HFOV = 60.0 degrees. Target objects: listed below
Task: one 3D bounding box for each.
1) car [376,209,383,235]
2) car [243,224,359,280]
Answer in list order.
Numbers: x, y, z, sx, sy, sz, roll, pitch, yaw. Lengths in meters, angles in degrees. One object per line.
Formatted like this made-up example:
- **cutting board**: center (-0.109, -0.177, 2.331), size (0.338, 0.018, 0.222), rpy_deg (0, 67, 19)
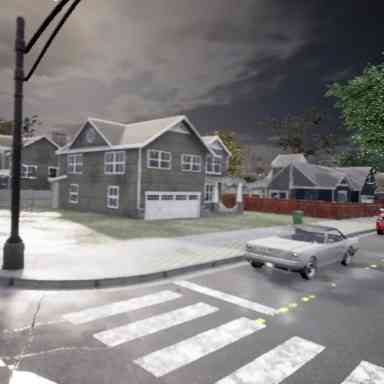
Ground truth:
- **car**: center (13.676, 1.716, 21.382), size (2.150, 2.045, 5.566), rpy_deg (3, 1, 43)
- **car**: center (3.670, 1.752, 10.759), size (1.895, 1.301, 4.718), rpy_deg (3, 1, 44)
